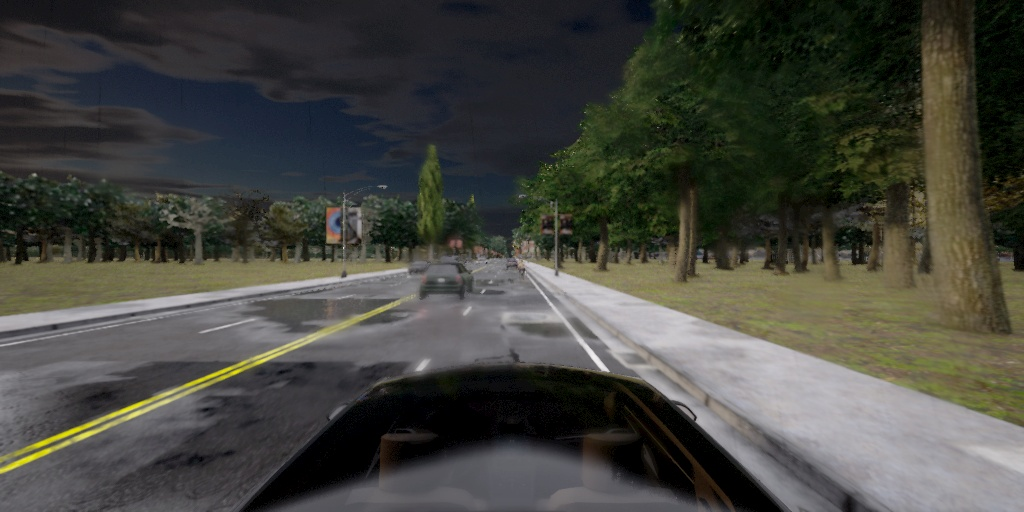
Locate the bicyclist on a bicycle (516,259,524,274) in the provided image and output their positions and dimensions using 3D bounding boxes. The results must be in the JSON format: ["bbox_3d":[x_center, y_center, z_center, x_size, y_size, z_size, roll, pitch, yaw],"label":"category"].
[{"bbox_3d":[0.916,1.191,40.735,0.866,1.612,1.509,0,0,0],"label":"bicyclist on a bicycle"}]

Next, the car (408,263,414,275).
[{"bbox_3d":[-9.829,1.260,38.801,1.837,1.490,4.892,0,0,0],"label":"car"}]

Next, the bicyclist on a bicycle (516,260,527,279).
[{"bbox_3d":[0.916,1.189,31.190,0.866,1.612,1.509,0,0,0],"label":"bicyclist on a bicycle"}]

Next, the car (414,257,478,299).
[{"bbox_3d":[-3.146,1.103,18.084,2.097,1.767,4.553,0,0,0],"label":"car"}]

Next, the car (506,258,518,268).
[{"bbox_3d":[0.057,1.249,58.782,2.128,1.511,4.902,0,0,1],"label":"car"}]
